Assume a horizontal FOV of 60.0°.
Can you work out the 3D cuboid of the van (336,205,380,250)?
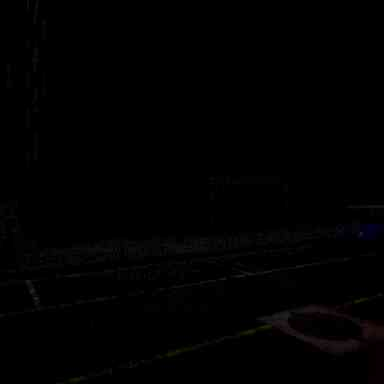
[{"bbox_3d":[8.142,1.464,14.736,3.998,1.788,1.690,0,-1,-31],"label":"van"}]

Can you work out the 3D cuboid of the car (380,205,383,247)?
[{"bbox_3d":[6.719,1.275,7.121,5.566,2.045,2.150,0,-1,-31],"label":"car"}]
